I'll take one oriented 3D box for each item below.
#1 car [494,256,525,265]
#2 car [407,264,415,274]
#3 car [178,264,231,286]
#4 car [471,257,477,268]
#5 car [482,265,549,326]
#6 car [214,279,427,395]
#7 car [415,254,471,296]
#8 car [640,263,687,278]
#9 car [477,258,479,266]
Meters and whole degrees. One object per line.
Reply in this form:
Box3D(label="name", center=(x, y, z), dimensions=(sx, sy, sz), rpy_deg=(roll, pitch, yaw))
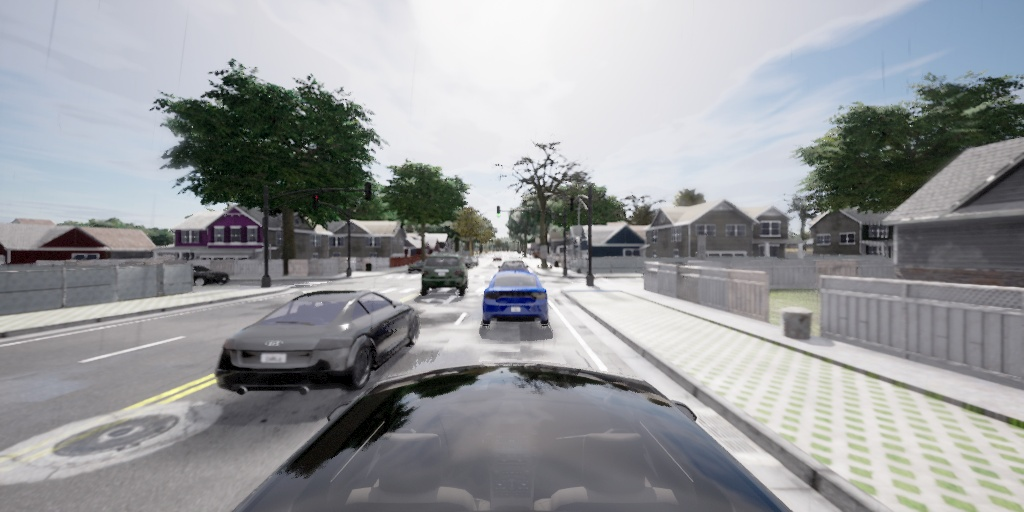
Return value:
Box3D(label="car", center=(0.094, 1.049, 24.301), dimensions=(2.097, 1.767, 4.553), rpy_deg=(0, 0, 0))
Box3D(label="car", center=(-9.848, 1.214, 38.993), dimensions=(1.895, 1.301, 4.718), rpy_deg=(0, 0, 0))
Box3D(label="car", center=(-22.581, 1.353, 25.179), dimensions=(5.008, 1.535, 1.882), rpy_deg=(0, 0, 3))
Box3D(label="car", center=(-6.579, 0.888, 50.179), dimensions=(2.097, 1.767, 4.553), rpy_deg=(0, 1, 0))
Box3D(label="car", center=(0.100, 1.225, 11.767), dimensions=(1.882, 1.535, 5.008), rpy_deg=(0, 0, 0))
Box3D(label="car", center=(-3.149, 1.317, 6.747), dimensions=(1.994, 1.385, 4.181), rpy_deg=(0, 0, 0))
Box3D(label="car", center=(-3.543, 0.944, 19.423), dimensions=(2.150, 2.045, 5.566), rpy_deg=(0, 0, -5))
Box3D(label="car", center=(12.723, 1.191, 28.441), dimensions=(4.718, 1.301, 1.895), rpy_deg=(0, 0, 1))
Box3D(label="car", center=(-6.554, 0.936, 60.459), dimensions=(2.033, 1.411, 5.357), rpy_deg=(0, 1, 0))
